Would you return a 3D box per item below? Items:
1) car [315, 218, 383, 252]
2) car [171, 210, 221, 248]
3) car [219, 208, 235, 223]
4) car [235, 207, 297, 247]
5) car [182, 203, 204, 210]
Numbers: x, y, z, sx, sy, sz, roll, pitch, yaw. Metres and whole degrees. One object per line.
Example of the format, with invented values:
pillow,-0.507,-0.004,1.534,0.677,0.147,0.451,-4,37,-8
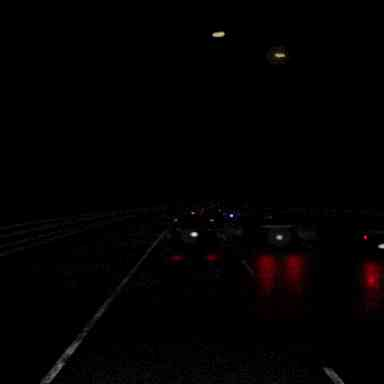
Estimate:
car,7.093,1.777,14.648,1.895,1.301,4.718,0,-1,0
car,0.092,1.760,15.682,1.994,1.385,4.181,0,-1,0
car,3.589,2.200,32.127,1.994,1.385,4.181,0,-2,0
car,3.592,1.695,16.066,2.128,1.511,4.902,0,-1,0
car,0.089,1.964,31.356,2.097,1.767,4.553,0,-2,0
